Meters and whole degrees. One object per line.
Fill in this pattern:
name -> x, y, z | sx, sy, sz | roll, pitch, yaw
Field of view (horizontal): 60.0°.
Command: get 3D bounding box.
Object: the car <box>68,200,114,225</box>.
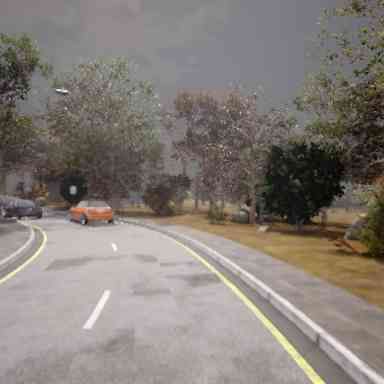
car -> -7.517, 1.348, 24.517 | 2.097, 1.767, 4.553 | 0, 0, -36

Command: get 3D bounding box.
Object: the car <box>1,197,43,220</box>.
car -> -14.067, 1.423, 27.790 | 1.837, 1.490, 4.892 | 1, 0, -43

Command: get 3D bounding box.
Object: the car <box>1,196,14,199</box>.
car -> -20.803, 1.163, 37.022 | 4.902, 1.511, 2.128 | 2, 0, 34
